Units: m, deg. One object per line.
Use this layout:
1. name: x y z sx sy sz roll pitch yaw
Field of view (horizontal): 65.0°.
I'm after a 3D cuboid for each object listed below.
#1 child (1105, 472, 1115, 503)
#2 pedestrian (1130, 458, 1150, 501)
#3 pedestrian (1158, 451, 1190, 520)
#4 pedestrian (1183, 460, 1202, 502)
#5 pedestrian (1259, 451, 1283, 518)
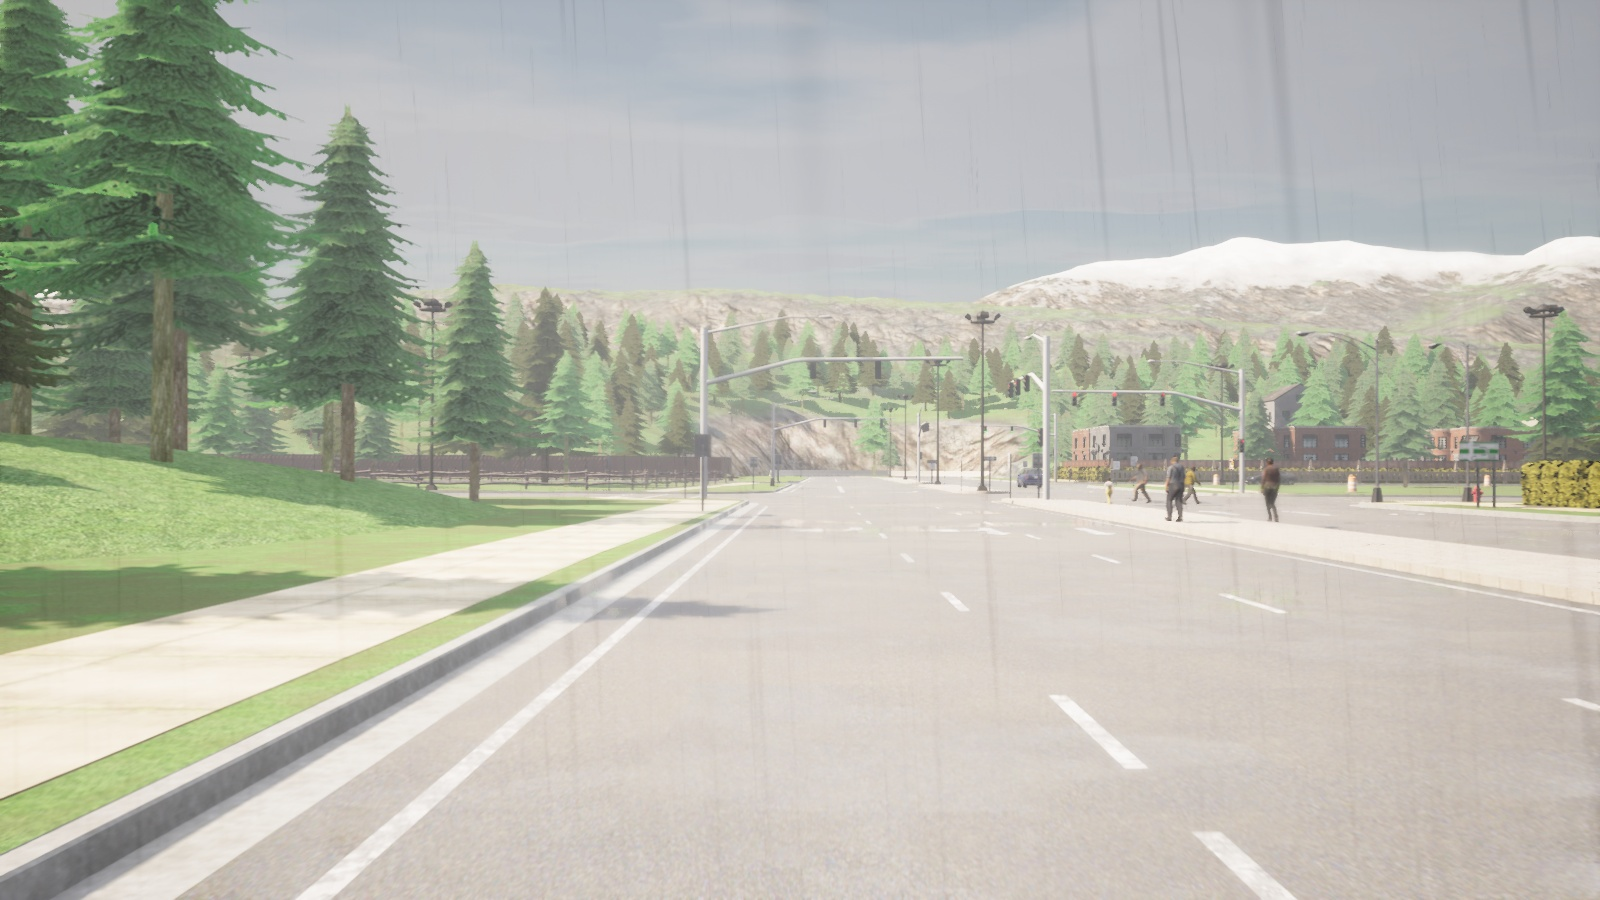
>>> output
1. child: 12.802 1.557 51.920 0.270 1.263 0.437 0 -1 -6
2. pedestrian: 14.845 1.290 54.861 0.694 1.848 0.540 0 -1 2
3. pedestrian: 10.108 0.947 33.982 0.540 1.848 0.694 0 -1 -14
4. pedestrian: 17.421 1.380 55.754 0.726 1.835 0.370 0 -1 -6
5. pedestrian: 12.910 0.939 34.466 0.328 1.805 0.869 0 -1 1
